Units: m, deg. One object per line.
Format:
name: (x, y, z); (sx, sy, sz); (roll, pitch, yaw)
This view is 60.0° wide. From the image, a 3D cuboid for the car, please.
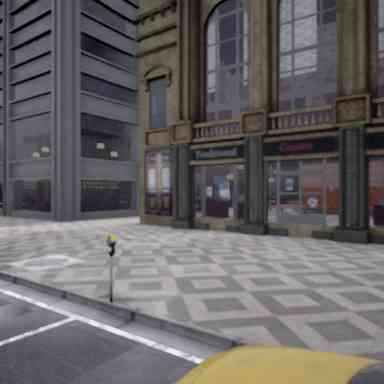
car: (1.863, 1.526, 1.636); (4.829, 1.417, 1.752); (0, 0, 35)
